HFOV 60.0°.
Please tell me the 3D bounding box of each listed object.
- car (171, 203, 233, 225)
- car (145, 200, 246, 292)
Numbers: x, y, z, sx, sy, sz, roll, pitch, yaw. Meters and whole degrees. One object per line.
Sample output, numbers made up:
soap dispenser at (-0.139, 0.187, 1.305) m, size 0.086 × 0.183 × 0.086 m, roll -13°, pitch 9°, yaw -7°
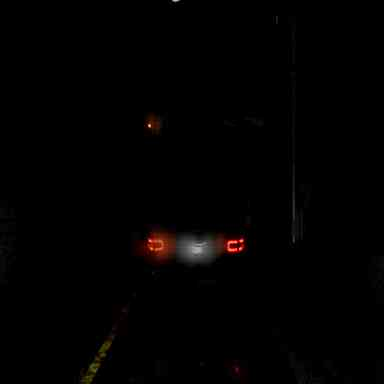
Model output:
car at (0.788, 1.567, 24.744) m, size 4.181 × 1.385 × 1.994 m, roll 0°, pitch 0°, yaw -33°
car at (0.079, 1.222, 9.066) m, size 2.150 × 2.045 × 5.566 m, roll 0°, pitch 0°, yaw 0°
